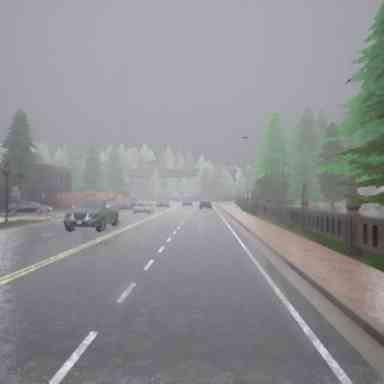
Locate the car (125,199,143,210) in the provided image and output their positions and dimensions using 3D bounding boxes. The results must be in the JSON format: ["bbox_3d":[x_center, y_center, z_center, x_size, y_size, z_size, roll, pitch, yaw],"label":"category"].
[{"bbox_3d":[-9.127,1.953,47.868,2.033,1.411,5.357,0,-1,8],"label":"car"}]

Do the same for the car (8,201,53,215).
[{"bbox_3d":[-17.921,1.758,36.850,4.902,1.511,2.128,0,0,5],"label":"car"}]

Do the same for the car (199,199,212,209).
[{"bbox_3d":[2.160,1.967,53.822,1.837,1.490,4.892,0,-1,2],"label":"car"}]

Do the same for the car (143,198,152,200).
[{"bbox_3d":[-8.256,1.866,60.403,2.097,1.767,4.553,0,-1,3],"label":"car"}]

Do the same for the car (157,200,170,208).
[{"bbox_3d":[-4.913,2.049,56.753,1.994,1.385,4.181,0,-1,2],"label":"car"}]

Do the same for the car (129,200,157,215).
[{"bbox_3d":[-5.635,1.931,38.825,1.895,1.301,4.718,0,0,2],"label":"car"}]

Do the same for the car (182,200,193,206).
[{"bbox_3d":[-0.874,2.164,65.761,1.895,1.301,4.718,0,-1,2],"label":"car"}]

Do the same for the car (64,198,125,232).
[{"bbox_3d":[-6.309,1.403,21.658,2.150,2.045,5.566,0,0,2],"label":"car"}]
